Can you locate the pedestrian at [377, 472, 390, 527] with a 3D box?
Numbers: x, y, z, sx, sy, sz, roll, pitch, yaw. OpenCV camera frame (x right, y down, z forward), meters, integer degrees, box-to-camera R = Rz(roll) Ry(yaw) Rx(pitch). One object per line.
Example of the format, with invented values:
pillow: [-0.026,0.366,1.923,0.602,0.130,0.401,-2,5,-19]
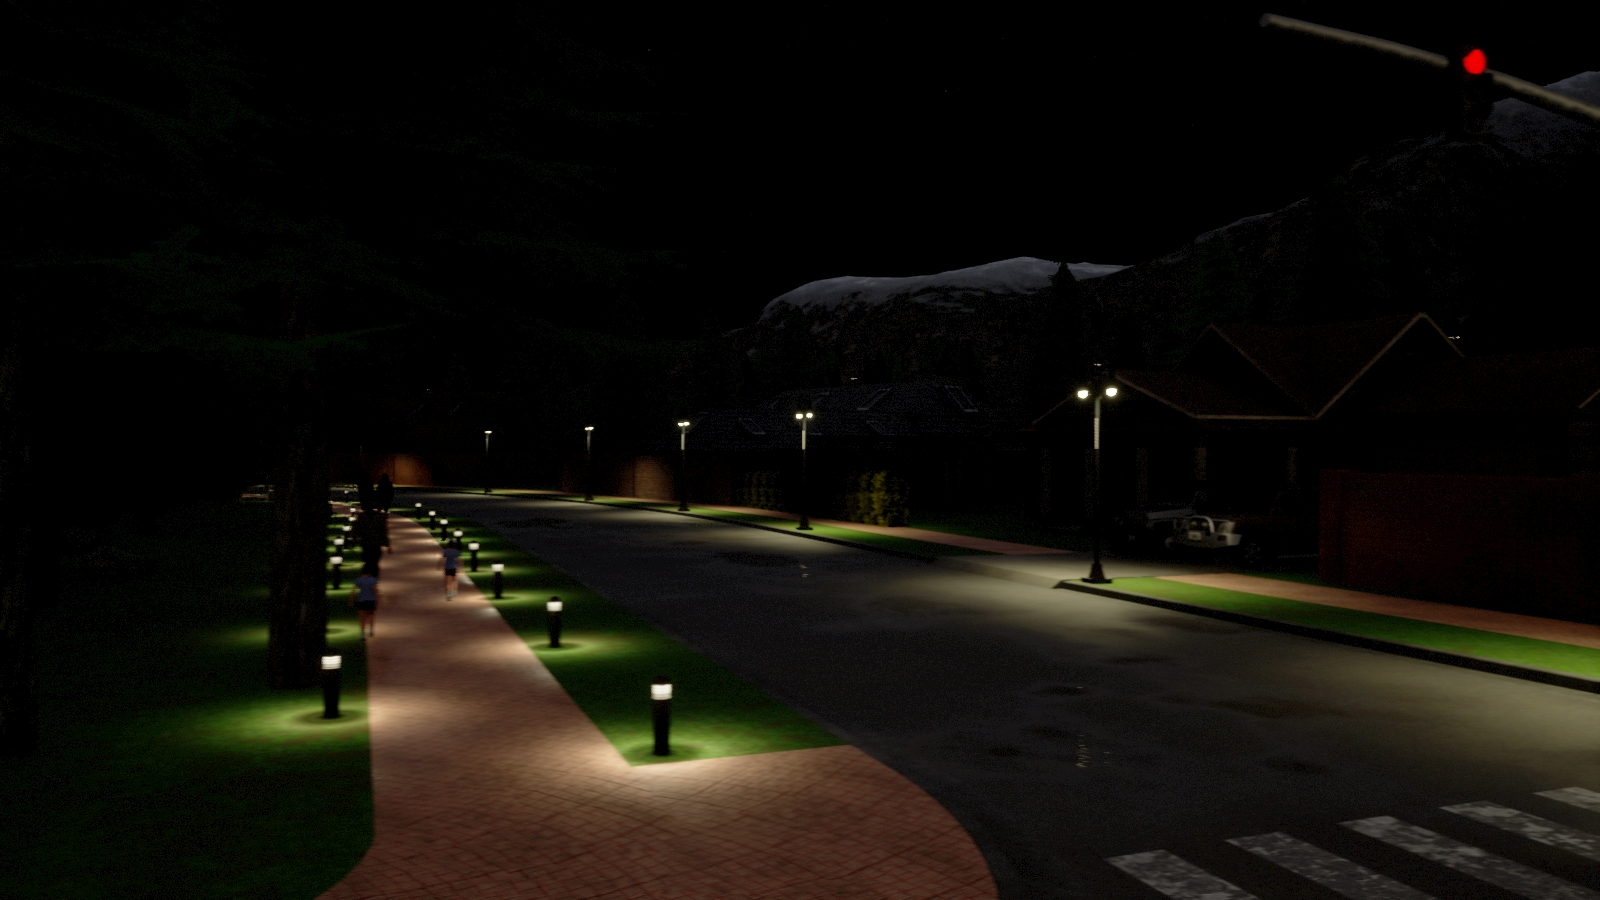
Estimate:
pedestrian: [-14.106,1.665,38.708,0.375,1.860,0.375,0,0,-29]

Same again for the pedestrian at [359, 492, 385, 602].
pedestrian: [-7.392,1.662,19.720,0.375,1.860,0.375,0,0,-13]

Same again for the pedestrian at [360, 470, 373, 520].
pedestrian: [-16.182,1.662,42.636,0.375,1.860,0.375,0,0,-30]

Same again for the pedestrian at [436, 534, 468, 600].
pedestrian: [-6.115,2.044,20.075,0.500,1.100,0.500,0,0,-22]

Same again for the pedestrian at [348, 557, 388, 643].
pedestrian: [-5.929,2.044,15.681,0.500,1.100,0.500,0,0,-22]
